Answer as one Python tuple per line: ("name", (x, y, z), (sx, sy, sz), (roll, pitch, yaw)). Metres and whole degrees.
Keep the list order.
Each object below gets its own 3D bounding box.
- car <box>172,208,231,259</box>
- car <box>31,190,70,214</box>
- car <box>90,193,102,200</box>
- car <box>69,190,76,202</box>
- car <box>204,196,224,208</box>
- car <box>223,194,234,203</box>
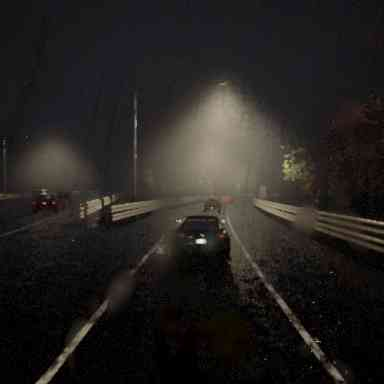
("car", (0.373, 1.535, 12.552), (1.994, 1.385, 4.181), (0, 0, 2))
("car", (-13.029, 0.990, 30.629), (2.097, 1.767, 4.553), (0, 0, -9))
("car", (-18.928, 0.899, 65.886), (1.994, 1.385, 4.181), (0, 0, -10))
("car", (-20.645, 0.629, 54.952), (2.150, 2.045, 5.566), (0, 0, -10))
("car", (2.369, 1.438, 37.503), (1.837, 1.490, 4.892), (0, 0, 7))
("car", (6.968, 1.222, 65.525), (2.097, 1.767, 4.553), (0, 0, 13))
